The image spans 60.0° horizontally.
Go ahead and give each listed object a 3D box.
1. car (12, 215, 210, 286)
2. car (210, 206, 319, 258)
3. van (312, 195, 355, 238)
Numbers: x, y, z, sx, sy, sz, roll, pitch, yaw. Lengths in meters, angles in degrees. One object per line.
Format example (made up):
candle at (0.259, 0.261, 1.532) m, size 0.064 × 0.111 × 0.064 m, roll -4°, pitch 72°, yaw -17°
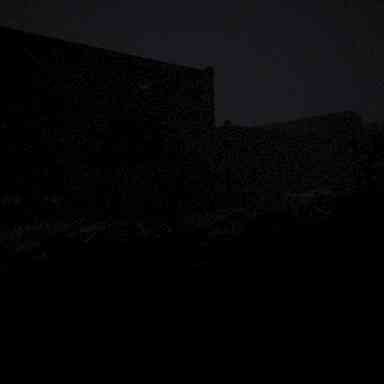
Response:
car at (-2.178, 1.400, 9.166) m, size 4.892 × 1.521 × 2.231 m, roll 1°, pitch 0°, yaw -37°
car at (2.303, 1.387, 12.375) m, size 4.792 × 1.488 × 2.163 m, roll 1°, pitch 0°, yaw -37°
van at (7.594, 1.082, 16.169) m, size 4.442 × 1.987 × 1.878 m, roll 1°, pitch 0°, yaw -38°
